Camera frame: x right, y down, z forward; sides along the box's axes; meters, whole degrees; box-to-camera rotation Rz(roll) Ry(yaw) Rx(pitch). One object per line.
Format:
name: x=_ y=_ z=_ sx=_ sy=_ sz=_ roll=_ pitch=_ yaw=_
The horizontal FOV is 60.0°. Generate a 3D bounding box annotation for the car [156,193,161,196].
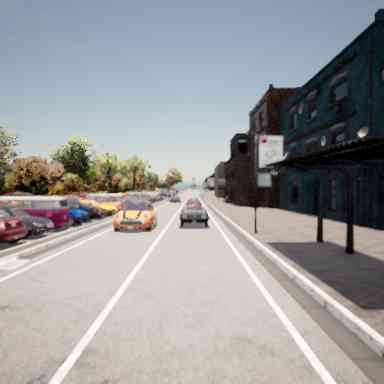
car: x=-9.106 y=1.073 z=61.275 sx=5.566 sy=2.045 sz=2.435 roll=0 pitch=0 yaw=0

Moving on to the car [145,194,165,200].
car: x=-8.983 y=1.267 z=80.617 sx=4.674 sy=1.452 sz=2.002 roll=-1 pitch=0 yaw=1

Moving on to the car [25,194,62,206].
car: x=-22.341 y=1.250 z=50.242 sx=4.553 sy=1.767 sz=2.185 roll=0 pitch=0 yaw=0

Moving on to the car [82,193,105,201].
car: x=-22.126 y=1.127 z=75.180 sx=4.553 sy=1.767 sz=2.185 roll=0 pitch=0 yaw=0

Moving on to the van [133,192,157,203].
van: x=-8.995 y=1.085 z=63.933 sx=4.442 sy=1.987 sz=1.878 roll=0 pitch=0 yaw=1

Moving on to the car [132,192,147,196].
car: x=-9.223 y=1.266 z=47.359 sx=4.553 sy=1.767 sz=2.185 roll=0 pitch=0 yaw=0

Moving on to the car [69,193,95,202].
car: x=-22.135 y=1.168 z=66.950 sx=4.553 sy=1.767 sz=2.185 roll=0 pitch=0 yaw=0

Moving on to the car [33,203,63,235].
car: x=-9.524 y=1.500 z=16.744 sx=4.892 sy=1.521 sz=2.231 roll=0 pitch=0 yaw=0

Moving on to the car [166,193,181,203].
car: x=-3.066 y=1.364 z=60.952 sx=1.994 sy=1.385 sz=4.181 roll=0 pitch=0 yaw=1

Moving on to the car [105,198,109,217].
car: x=-9.425 y=1.507 z=27.878 sx=4.674 sy=1.452 sz=2.002 roll=0 pitch=0 yaw=0

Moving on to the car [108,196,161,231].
car: x=-3.309 y=1.322 z=20.178 sx=2.097 sy=1.767 sz=4.553 roll=0 pitch=0 yaw=0

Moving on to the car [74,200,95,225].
car: x=-9.476 y=1.483 z=22.311 sx=5.008 sy=1.535 sz=2.097 roll=0 pitch=0 yaw=0

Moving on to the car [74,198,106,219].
car: x=-9.441 y=1.475 z=25.094 sx=5.008 sy=1.535 sz=2.097 roll=0 pitch=0 yaw=0

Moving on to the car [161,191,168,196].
car: x=-8.805 y=1.237 z=77.973 sx=5.366 sy=1.575 sz=1.946 roll=0 pitch=0 yaw=0

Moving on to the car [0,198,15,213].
car: x=-22.425 y=1.434 z=36.317 sx=5.008 sy=1.535 sz=2.097 roll=0 pitch=0 yaw=0

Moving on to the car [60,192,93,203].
car: x=-22.219 y=1.057 z=64.040 sx=5.566 sy=2.045 sz=2.435 roll=0 pitch=0 yaw=0

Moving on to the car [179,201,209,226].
car: x=0.149 y=1.564 z=23.002 sx=1.895 sy=1.301 sz=4.718 roll=0 pitch=0 yaw=0

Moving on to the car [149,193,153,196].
car: x=-9.392 y=1.362 z=52.929 sx=5.366 sy=1.575 sz=1.946 roll=0 pitch=0 yaw=0

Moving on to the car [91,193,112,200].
car: x=-22.015 y=1.098 z=80.875 sx=4.553 sy=1.767 sz=2.185 roll=0 pitch=0 yaw=0

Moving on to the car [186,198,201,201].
car: x=0.227 y=1.460 z=42.020 sx=1.994 sy=1.385 sz=4.181 roll=0 pitch=0 yaw=0

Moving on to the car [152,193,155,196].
car: x=-9.176 y=1.353 z=55.710 sx=4.892 sy=1.521 sz=2.231 roll=0 pitch=0 yaw=0

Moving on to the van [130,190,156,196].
van: x=-9.042 y=1.112 z=58.491 sx=4.442 sy=1.987 sz=1.878 roll=0 pitch=0 yaw=0

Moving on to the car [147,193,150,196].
car: x=-9.237 y=1.379 z=50.144 sx=4.892 sy=1.521 sz=2.231 roll=0 pitch=0 yaw=0

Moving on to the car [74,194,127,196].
car: x=-9.343 y=1.321 z=33.443 sx=4.553 sy=1.767 sz=2.185 roll=0 pitch=0 yaw=0

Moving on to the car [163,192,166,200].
car: x=-9.044 y=1.284 z=75.192 sx=4.792 sy=1.488 sz=2.163 roll=0 pitch=0 yaw=0

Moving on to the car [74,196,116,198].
car: x=-9.213 y=1.454 z=30.659 sx=5.366 sy=1.575 sz=1.946 roll=0 pitch=0 yaw=0

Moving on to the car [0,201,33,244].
car: x=-9.512 y=1.381 z=13.835 sx=4.553 sy=1.767 sz=2.185 roll=0 pitch=0 yaw=0

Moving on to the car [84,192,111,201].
car: x=-22.099 y=0.986 z=78.089 sx=5.566 sy=2.045 sz=2.435 roll=0 pitch=0 yaw=0

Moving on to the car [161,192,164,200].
car: x=-9.041 y=1.308 z=72.409 sx=4.674 sy=1.452 sz=2.002 roll=0 pitch=0 yaw=0

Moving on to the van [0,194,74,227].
van: x=-9.611 y=1.266 z=19.528 sx=4.442 sy=1.987 sz=1.878 roll=0 pitch=0 yaw=0

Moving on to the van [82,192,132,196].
van: x=-9.234 y=1.211 z=36.163 sx=4.442 sy=1.987 sz=1.878 roll=0 pitch=0 yaw=0

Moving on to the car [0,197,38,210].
car: x=-22.387 y=1.412 z=41.886 sx=5.008 sy=1.535 sz=2.097 roll=0 pitch=0 yaw=1
